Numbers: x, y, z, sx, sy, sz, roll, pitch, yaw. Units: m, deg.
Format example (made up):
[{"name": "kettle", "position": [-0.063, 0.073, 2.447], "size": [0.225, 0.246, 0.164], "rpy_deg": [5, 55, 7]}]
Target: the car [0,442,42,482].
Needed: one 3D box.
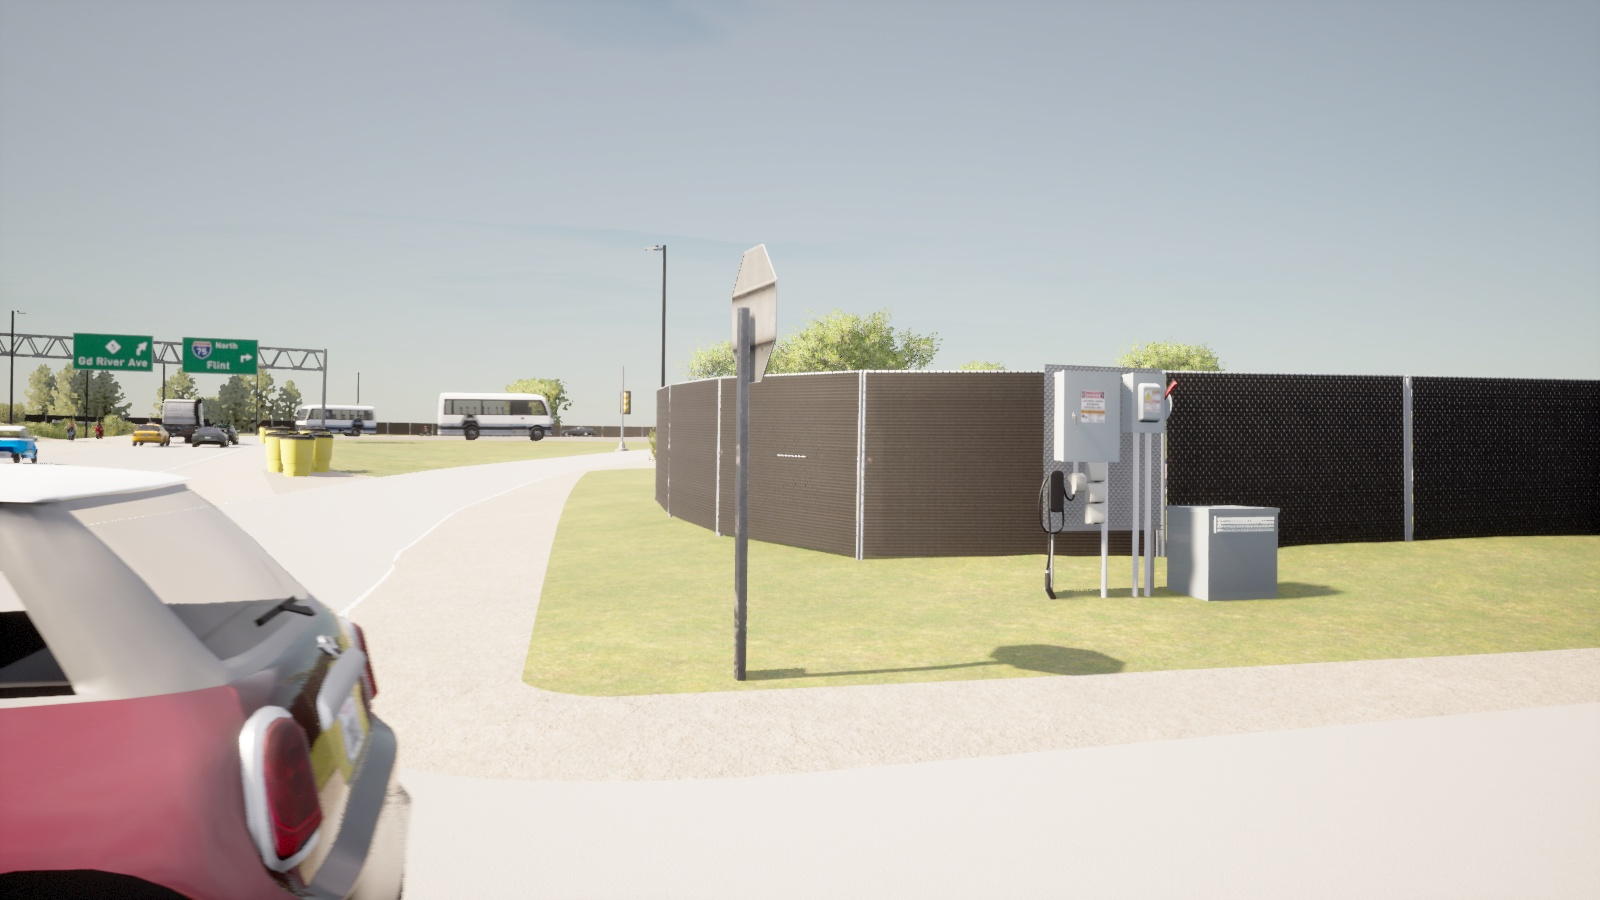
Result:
[{"name": "car", "position": [-28.549, 0.422, 45.469], "size": [1.481, 1.376, 2.207], "rpy_deg": [0, 1, -21]}]

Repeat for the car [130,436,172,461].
[{"name": "car", "position": [-42.135, -0.129, 81.569], "size": [1.801, 1.575, 5.366], "rpy_deg": [0, 1, -21]}]

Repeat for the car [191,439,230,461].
[{"name": "car", "position": [-38.865, -0.033, 82.818], "size": [1.994, 1.385, 4.181], "rpy_deg": [0, 1, -21]}]

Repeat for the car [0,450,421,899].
[{"name": "car", "position": [-2.846, 0.772, 2.628], "size": [3.806, 1.475, 1.970], "rpy_deg": [-1, 0, -14]}]
